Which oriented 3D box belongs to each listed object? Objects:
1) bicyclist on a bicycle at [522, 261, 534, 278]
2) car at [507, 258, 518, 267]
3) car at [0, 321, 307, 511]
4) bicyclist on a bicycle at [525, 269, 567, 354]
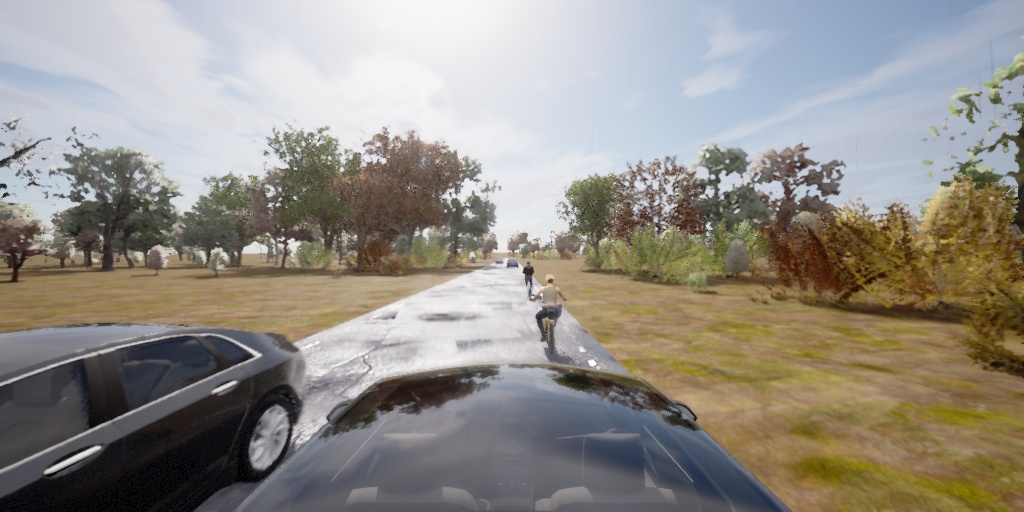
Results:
[{"bbox_3d":[0.829,1.119,18.148,0.659,1.776,1.843,0,0,0],"label":"bicyclist on a bicycle"},{"bbox_3d":[0.114,1.278,63.782,1.994,1.385,4.181,0,0,0],"label":"car"},{"bbox_3d":[-3.100,1.255,1.877,1.837,1.490,4.892,0,0,0],"label":"car"},{"bbox_3d":[0.802,1.187,7.769,0.866,1.612,1.509,0,0,0],"label":"bicyclist on a bicycle"}]
